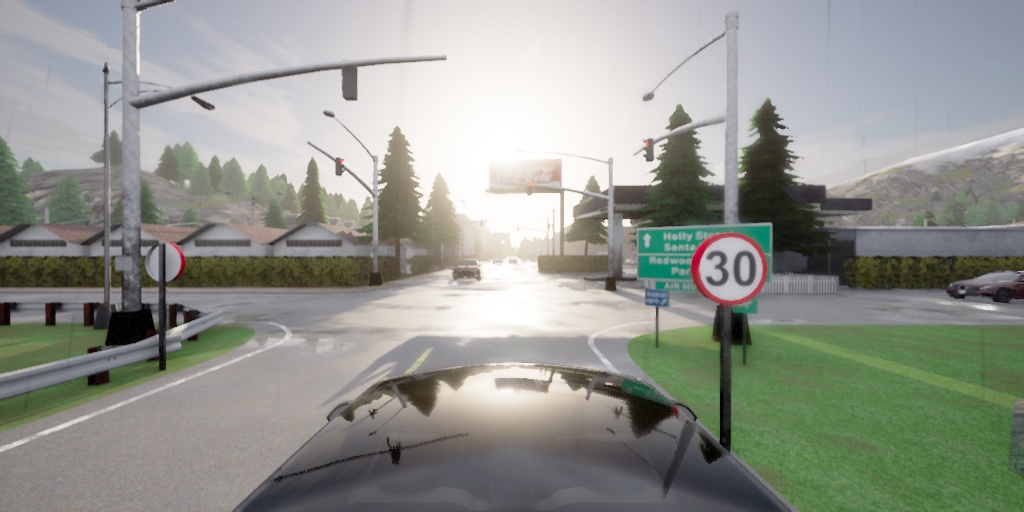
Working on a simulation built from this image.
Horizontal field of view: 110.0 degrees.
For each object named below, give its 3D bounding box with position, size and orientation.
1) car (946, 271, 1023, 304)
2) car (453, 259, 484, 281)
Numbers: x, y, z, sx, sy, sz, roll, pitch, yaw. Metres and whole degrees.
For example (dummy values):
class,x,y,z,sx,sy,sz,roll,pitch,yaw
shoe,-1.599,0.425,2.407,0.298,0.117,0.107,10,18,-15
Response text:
class,x,y,z,sx,sy,sz,roll,pitch,yaw
car,23.637,1.427,16.953,4.674,1.442,1.812,0,0,0
car,-3.517,1.026,29.292,2.097,1.767,4.553,0,0,0
